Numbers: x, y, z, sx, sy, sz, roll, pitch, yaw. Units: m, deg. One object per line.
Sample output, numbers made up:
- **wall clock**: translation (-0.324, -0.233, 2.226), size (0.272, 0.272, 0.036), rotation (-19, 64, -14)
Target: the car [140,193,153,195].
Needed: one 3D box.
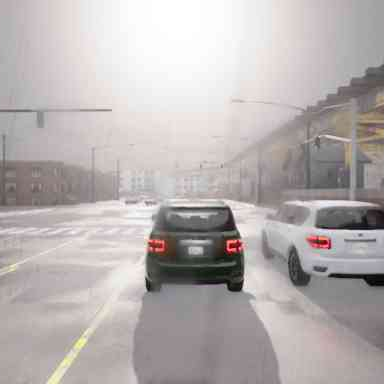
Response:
- **car**: translation (-10.807, 1.267, 74.790), size (2.150, 2.045, 5.566), rotation (0, 0, 0)

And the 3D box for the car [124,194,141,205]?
- **car**: translation (-10.808, 1.552, 59.541), size (1.812, 1.442, 4.674), rotation (0, 0, 0)

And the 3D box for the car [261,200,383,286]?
- **car**: translation (3.526, 1.242, 9.614), size (2.150, 2.045, 5.566), rotation (0, 0, 0)

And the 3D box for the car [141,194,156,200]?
- **car**: translation (-7.310, 1.584, 59.443), size (2.033, 1.411, 5.357), rotation (0, 0, 0)

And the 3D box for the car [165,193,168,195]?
- **car**: translation (-7.407, 1.280, 90.317), size (2.150, 2.045, 5.566), rotation (0, 0, -3)

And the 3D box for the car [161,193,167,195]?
- **car**: translation (-7.308, 1.576, 74.918), size (1.812, 1.442, 4.674), rotation (0, 0, 0)

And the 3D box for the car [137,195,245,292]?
- **car**: translation (0.030, 1.232, 9.116), size (2.150, 2.045, 5.566), rotation (0, 0, -1)
